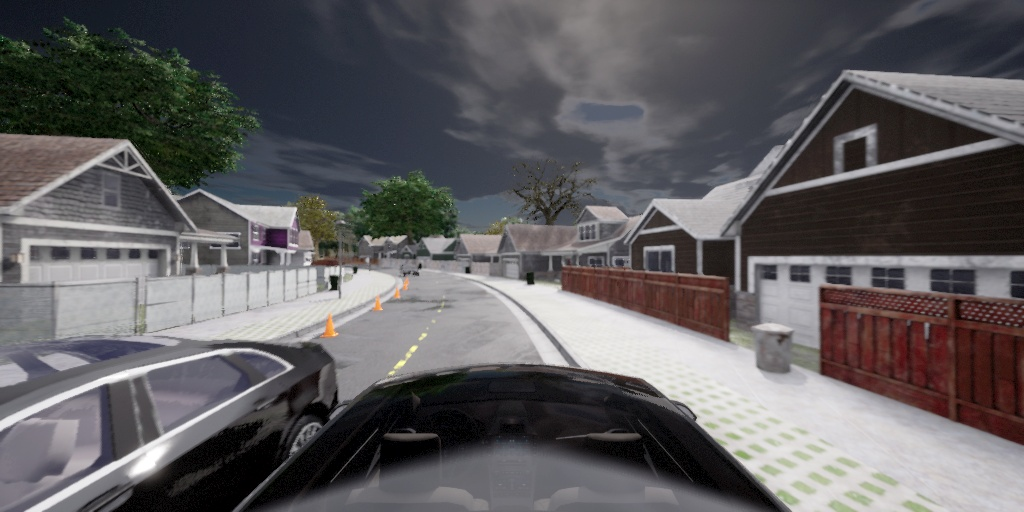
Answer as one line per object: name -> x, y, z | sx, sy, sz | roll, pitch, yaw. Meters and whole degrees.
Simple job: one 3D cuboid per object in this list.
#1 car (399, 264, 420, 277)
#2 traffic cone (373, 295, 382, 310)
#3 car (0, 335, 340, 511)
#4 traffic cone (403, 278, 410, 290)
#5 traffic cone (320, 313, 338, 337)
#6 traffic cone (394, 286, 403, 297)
car -> -12.327, 1.672, 42.843 | 1.837, 1.490, 4.892 | 0, -1, -24
traffic cone -> -5.352, 1.851, 14.294 | 0.340, 0.580, 0.340 | 0, 0, -8
car -> -2.516, 1.241, 1.468 | 2.128, 1.511, 4.902 | 0, -1, -1
traffic cone -> -7.131, 1.940, 23.896 | 0.340, 0.580, 0.340 | 0, 0, -13
traffic cone -> -4.802, 1.804, 9.442 | 0.340, 0.580, 0.340 | 0, 0, -5
traffic cone -> -6.129, 1.896, 19.116 | 0.340, 0.580, 0.340 | 0, 0, -10
